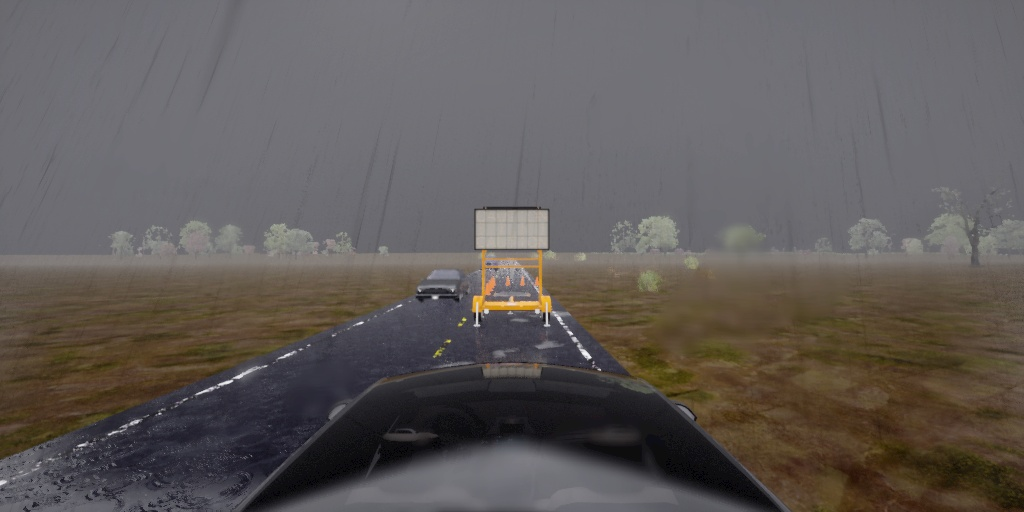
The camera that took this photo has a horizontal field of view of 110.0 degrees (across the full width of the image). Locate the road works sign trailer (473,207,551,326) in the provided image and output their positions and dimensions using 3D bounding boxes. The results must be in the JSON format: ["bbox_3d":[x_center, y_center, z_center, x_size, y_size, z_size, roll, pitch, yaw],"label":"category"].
[{"bbox_3d":[-0.001,0.214,11.611,2.380,3.560,2.880,0,0,0],"label":"road works sign trailer"}]

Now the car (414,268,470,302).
[{"bbox_3d":[-3.104,1.297,17.155,2.033,1.411,5.357,0,0,0],"label":"car"}]

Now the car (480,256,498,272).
[{"bbox_3d":[-2.997,0.970,47.376,2.150,2.045,5.566,0,0,0],"label":"car"}]
